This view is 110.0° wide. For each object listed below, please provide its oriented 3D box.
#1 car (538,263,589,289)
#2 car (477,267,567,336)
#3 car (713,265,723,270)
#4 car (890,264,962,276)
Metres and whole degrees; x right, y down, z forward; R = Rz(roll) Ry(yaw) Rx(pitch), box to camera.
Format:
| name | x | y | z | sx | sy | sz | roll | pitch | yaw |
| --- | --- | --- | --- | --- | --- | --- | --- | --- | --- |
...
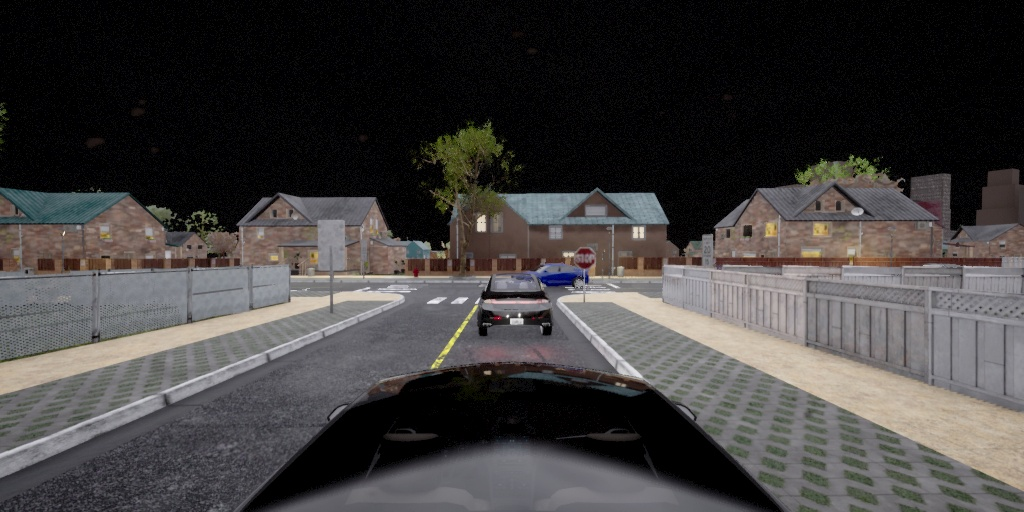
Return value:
| name | x | y | z | sx | sy | sz | roll | pitch | yaw |
| --- | --- | --- | --- | --- | --- | --- | --- | --- | --- |
| car | 2.319 | 1.217 | 22.055 | 5.008 | 1.535 | 1.882 | 0 | 1 | -20 |
| car | 0.029 | 1.238 | 10.377 | 2.128 | 1.511 | 4.902 | 0 | 0 | -2 |
| car | 13.539 | 1.263 | 23.295 | 4.181 | 1.385 | 1.994 | 0 | 1 | 2 |
| car | 27.091 | 1.219 | 23.034 | 4.674 | 1.442 | 1.812 | 0 | 1 | 0 |
